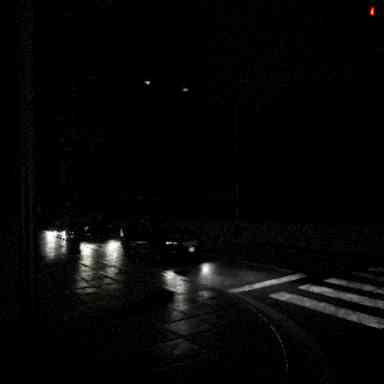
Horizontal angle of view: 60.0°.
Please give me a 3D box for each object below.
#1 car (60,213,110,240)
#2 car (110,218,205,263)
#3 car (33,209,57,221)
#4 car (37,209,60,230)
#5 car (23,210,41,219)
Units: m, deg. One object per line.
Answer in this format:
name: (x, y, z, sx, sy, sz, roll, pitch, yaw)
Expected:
car: (-6.795, 2.128, 21.546, 1.882, 1.535, 5.008, -1, -1, -35)
car: (-1.379, 1.834, 13.751, 2.128, 1.511, 4.902, -1, -1, -34)
car: (-20.787, 3.152, 46.874, 2.128, 1.511, 4.902, -1, -2, -35)
car: (-12.691, 2.499, 30.067, 2.128, 1.511, 4.902, -1, -1, -35)
car: (-26.496, 3.684, 55.076, 1.895, 1.301, 4.718, -1, -2, -34)
